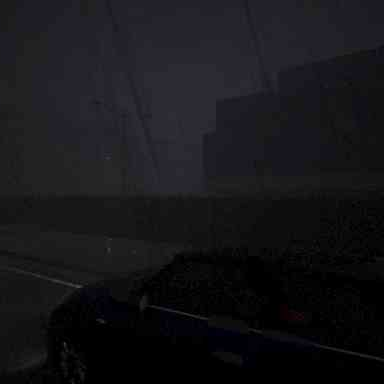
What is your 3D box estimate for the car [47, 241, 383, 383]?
[{"bbox_3d":[0.412,1.355,3.698,4.553,1.767,2.097,0,0,36],"label":"car"}]
